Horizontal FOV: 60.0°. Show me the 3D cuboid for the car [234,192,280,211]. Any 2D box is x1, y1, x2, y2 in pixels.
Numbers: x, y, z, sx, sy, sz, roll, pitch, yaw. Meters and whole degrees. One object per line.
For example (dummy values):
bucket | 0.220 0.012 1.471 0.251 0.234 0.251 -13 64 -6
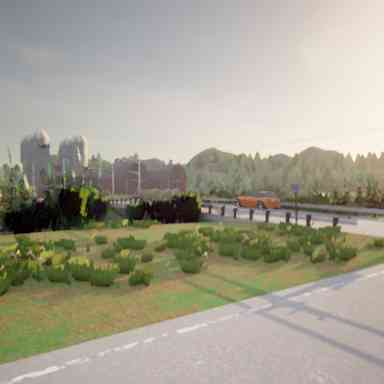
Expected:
car | 6.016 0.732 31.115 2.097 1.767 4.553 0 2 -33
